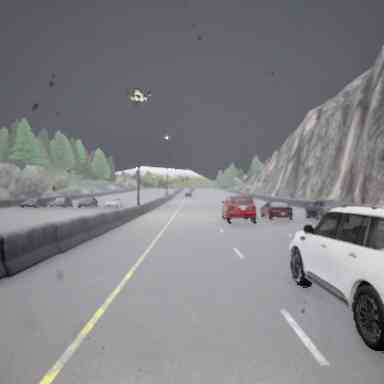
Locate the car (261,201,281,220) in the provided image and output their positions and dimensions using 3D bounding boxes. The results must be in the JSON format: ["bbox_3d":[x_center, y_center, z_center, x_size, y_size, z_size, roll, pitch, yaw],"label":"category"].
[{"bbox_3d":[7.118,1.526,28.434,1.882,1.535,5.008,0,0,0],"label":"car"}]

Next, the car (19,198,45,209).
[{"bbox_3d":[-21.046,1.492,44.673,2.033,1.411,5.357,0,0,0],"label":"car"}]

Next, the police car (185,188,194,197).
[{"bbox_3d":[-0.994,0.574,89.699,1.930,1.638,5.238,0,2,0],"label":"police car"}]

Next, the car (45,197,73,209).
[{"bbox_3d":[-17.547,1.469,44.827,1.812,1.442,4.674,0,0,0],"label":"car"}]

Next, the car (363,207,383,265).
[{"bbox_3d":[7.105,1.400,9.480,2.097,1.767,4.553,0,0,0],"label":"car"}]

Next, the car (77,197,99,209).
[{"bbox_3d":[-14.048,1.447,45.107,1.837,1.490,4.892,0,0,0],"label":"car"}]

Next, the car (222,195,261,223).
[{"bbox_3d":[3.616,1.277,26.089,2.150,2.045,5.566,0,0,0],"label":"car"}]

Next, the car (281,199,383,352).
[{"bbox_3d":[3.605,1.259,6.367,2.150,2.045,5.566,0,0,0],"label":"car"}]

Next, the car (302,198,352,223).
[{"bbox_3d":[10.616,1.406,26.558,2.097,1.767,4.553,0,0,0],"label":"car"}]

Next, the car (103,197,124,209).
[{"bbox_3d":[-10.550,1.469,44.776,1.812,1.442,4.674,0,0,0],"label":"car"}]
